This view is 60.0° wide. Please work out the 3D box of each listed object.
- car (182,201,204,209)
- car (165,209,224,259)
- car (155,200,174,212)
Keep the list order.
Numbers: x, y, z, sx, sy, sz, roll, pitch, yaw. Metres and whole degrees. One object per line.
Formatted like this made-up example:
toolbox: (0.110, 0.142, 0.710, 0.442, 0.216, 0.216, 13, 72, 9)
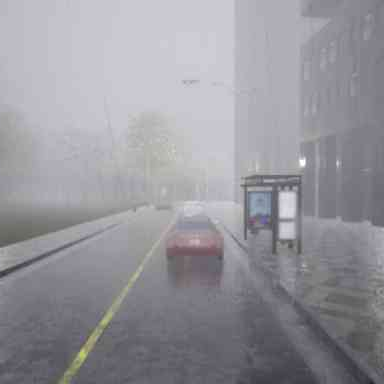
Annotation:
car: (0.096, 1.523, 29.798, 1.812, 1.442, 4.674, 0, -1, 0)
car: (0.097, 1.550, 12.463, 1.994, 1.385, 4.181, 0, 0, 0)
car: (-3.098, 1.598, 38.002, 1.895, 1.301, 4.718, 0, 0, 0)
